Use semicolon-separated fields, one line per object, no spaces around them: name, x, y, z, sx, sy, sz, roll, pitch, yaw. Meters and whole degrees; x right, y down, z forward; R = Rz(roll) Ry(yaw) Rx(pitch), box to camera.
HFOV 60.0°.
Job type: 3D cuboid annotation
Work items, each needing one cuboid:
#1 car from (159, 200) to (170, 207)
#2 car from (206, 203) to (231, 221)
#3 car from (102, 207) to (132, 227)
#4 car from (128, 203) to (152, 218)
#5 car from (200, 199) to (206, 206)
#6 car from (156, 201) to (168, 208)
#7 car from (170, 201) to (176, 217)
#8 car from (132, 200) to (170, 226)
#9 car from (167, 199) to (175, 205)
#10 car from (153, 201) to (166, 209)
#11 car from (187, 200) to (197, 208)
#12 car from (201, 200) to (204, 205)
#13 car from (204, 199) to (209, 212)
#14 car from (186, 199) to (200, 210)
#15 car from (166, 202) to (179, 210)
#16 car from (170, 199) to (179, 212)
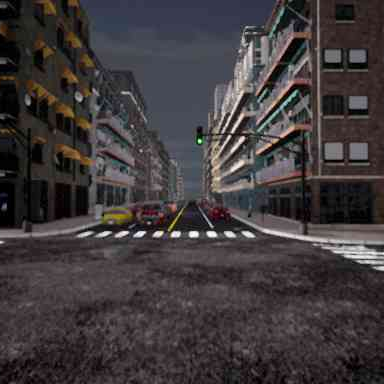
car;-5.761;2.446;70.197;1.887;1.381;4.507;1;-1;0
car;2.663;1.948;31.531;1.887;1.381;4.507;1;-1;0
car;-5.711;1.855;25.844;1.752;1.417;4.829;1;-1;0
car;-5.724;2.018;37.059;1.887;1.381;4.507;1;-1;0
car;2.911;2.378;79.843;2.097;1.767;4.553;0;-1;0
car;-5.755;2.380;64.674;2.008;1.369;4.403;1;-1;0
car;-3.140;2.002;35.582;2.033;1.411;5.357;0;-1;0
car;-3.103;1.685;26.093;2.097;1.767;4.553;0;-1;-1
car;-5.786;2.740;92.288;2.008;1.369;4.403;1;-1;0
car;-5.748;2.281;58.982;1.752;1.417;4.829;1;-1;0
car;0.025;2.376;67.857;1.837;1.490;4.892;0;-1;0
car;2.644;2.197;48.100;1.802;1.307;4.206;1;-1;0
car;2.658;1.914;37.056;1.967;1.590;4.097;1;-1;0
car;0.034;2.215;57.590;1.882;1.535;5.008;0;-1;0
car;-3.122;2.308;55.228;1.895;1.301;4.718;0;-1;0
car;-3.141;1.932;45.373;2.097;1.767;4.553;0;-1;0
